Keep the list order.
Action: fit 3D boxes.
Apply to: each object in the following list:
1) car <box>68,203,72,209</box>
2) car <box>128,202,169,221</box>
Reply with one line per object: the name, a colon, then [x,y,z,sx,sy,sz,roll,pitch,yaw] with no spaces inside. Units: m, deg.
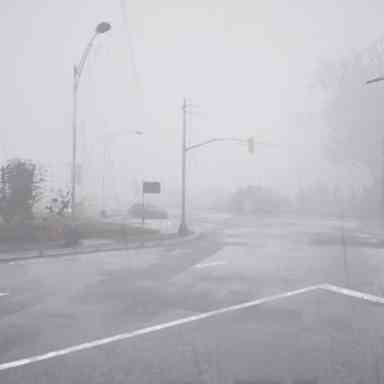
car: [-18.979,1.732,48.603,1.994,1.385,4.181,1,-1,-39]
car: [-3.990,1.736,29.918,1.837,1.490,4.892,1,0,-39]
